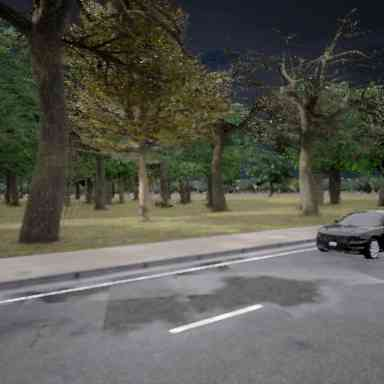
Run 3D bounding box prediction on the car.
[{"bbox_3d":[6.695,1.436,12.470,5.008,1.535,1.882,0,0,-36],"label":"car"}]
